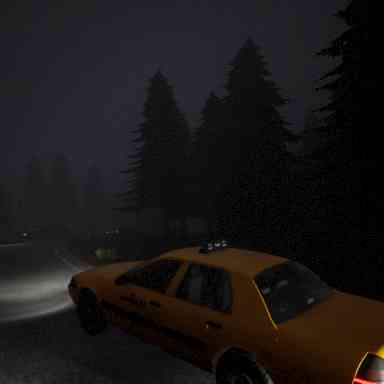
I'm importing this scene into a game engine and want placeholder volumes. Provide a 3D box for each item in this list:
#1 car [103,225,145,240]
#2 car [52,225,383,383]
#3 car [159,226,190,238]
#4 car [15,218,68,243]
[{"bbox_3d":[-7.450,4.511,36.983,2.033,1.411,5.357,-4,-8,20],"label":"car"},{"bbox_3d":[0.111,1.441,4.761,5.366,1.575,1.801,0,1,43],"label":"car"},{"bbox_3d":[-2.326,5.544,46.289,1.882,1.535,5.008,-5,-8,30],"label":"car"},{"bbox_3d":[-12.695,3.294,28.708,2.150,2.045,5.566,-4,-7,7],"label":"car"}]
